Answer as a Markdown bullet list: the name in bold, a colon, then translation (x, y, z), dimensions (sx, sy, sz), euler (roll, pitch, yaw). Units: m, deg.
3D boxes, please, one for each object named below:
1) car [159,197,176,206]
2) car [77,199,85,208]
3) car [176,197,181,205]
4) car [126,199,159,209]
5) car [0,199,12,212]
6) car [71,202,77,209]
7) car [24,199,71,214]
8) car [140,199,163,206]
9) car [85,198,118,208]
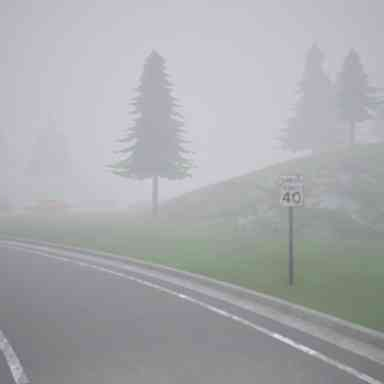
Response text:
- **car**: translation (-5.631, 1.999, 60.179), dimensions (1.895, 1.301, 4.718), euler (0, 0, 38)
- **car**: translation (-17.653, 1.841, 56.019), dimensions (1.882, 1.535, 5.008), euler (0, -1, 37)
- **car**: translation (-4.378, 1.801, 67.490), dimensions (2.097, 1.767, 4.553), euler (0, 0, 37)
- **car**: translation (-7.884, 1.940, 51.513), dimensions (1.895, 1.301, 4.718), euler (0, 0, 37)
- **car**: translation (-24.837, 1.610, 40.850), dimensions (2.097, 1.767, 4.553), euler (0, -1, 37)
- **car**: translation (-18.388, 1.827, 43.531), dimensions (2.033, 1.411, 5.357), euler (0, 0, 37)
- **car**: translation (-17.265, 1.603, 39.236), dimensions (2.097, 1.767, 4.553), euler (0, 0, 37)
- **car**: translation (-8.241, 2.111, 68.198), dimensions (1.895, 1.301, 4.718), euler (0, 0, 37)
- **car**: translation (-14.403, 1.847, 54.508), dimensions (2.128, 1.511, 4.902), euler (0, -1, 37)
